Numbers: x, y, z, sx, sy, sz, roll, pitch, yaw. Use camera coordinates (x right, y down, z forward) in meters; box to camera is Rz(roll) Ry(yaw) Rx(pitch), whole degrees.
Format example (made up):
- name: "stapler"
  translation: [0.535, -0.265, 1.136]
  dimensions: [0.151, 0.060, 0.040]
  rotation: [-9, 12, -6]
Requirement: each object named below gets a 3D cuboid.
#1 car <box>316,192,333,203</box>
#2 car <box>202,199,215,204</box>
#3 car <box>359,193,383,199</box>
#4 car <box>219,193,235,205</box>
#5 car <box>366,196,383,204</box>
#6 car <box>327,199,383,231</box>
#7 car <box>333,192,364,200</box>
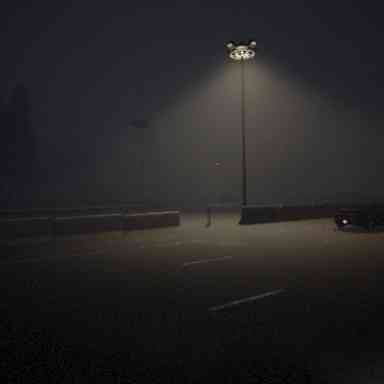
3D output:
- name: "car"
  translation: [22.725, 0.943, 54.552]
  dimensions: [5.566, 2.045, 2.150]
  rotation: [0, 0, -35]
- name: "car"
  translation: [4.499, 2.655, 90.623]
  dimensions: [1.895, 1.301, 4.718]
  rotation: [-1, -3, -19]
- name: "car"
  translation: [27.227, 1.294, 49.175]
  dimensions: [4.181, 1.385, 1.994]
  rotation: [1, 0, -35]
- name: "car"
  translation: [6.172, 1.148, 58.299]
  dimensions: [2.150, 2.045, 5.566]
  rotation: [-1, -1, 15]
- name: "car"
  translation: [35.502, 1.513, 63.591]
  dimensions: [4.892, 1.490, 1.837]
  rotation: [2, -1, -35]
- name: "car"
  translation: [10.416, 1.373, 19.776]
  dimensions: [4.892, 1.490, 1.837]
  rotation: [0, 0, -36]
- name: "car"
  translation: [25.010, 0.947, 51.886]
  dimensions: [5.566, 2.045, 2.150]
  rotation: [1, 0, -35]
